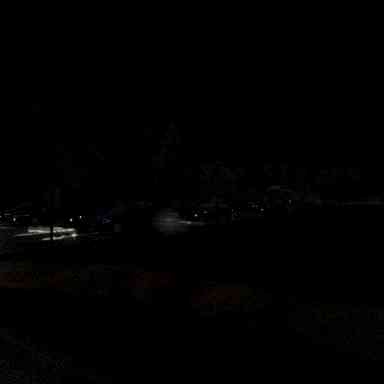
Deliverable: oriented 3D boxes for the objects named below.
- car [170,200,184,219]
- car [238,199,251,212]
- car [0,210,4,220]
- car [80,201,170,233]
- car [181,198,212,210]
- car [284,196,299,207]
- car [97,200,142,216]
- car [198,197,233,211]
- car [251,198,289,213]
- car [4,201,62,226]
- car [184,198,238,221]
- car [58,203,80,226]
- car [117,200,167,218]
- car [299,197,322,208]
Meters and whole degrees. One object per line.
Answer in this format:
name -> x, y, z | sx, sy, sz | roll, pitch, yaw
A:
car -> -1.112, 1.507, 29.525 | 1.837, 1.490, 4.892 | 0, 0, 36
car -> 5.442, 1.549, 38.526 | 2.033, 1.411, 5.357 | 0, 0, 36
car -> -12.357, 1.507, 25.965 | 1.837, 1.490, 4.892 | 0, 0, 36
car -> -3.829, 1.479, 19.836 | 1.882, 1.535, 5.008 | 0, 0, 36
car -> 0.602, 1.565, 43.762 | 1.994, 1.385, 4.181 | 0, 0, 36
car -> 15.217, 1.383, 51.796 | 2.097, 1.767, 4.553 | 0, 0, 36
car -> -7.136, 1.566, 33.143 | 1.994, 1.385, 4.181 | 0, 0, 36
car -> 2.993, 1.480, 41.103 | 1.882, 1.535, 5.008 | 0, 0, 36
car -> 8.741, 1.602, 37.104 | 1.895, 1.301, 4.718 | 0, 0, 36
car -> -9.950, 1.494, 23.326 | 2.128, 1.511, 4.902 | 0, 0, 36
car -> 1.675, 1.527, 27.379 | 1.812, 1.442, 4.674 | 0, 0, 36
car -> -6.356, 1.566, 22.319 | 1.994, 1.385, 4.181 | 0, 0, 36
car -> -4.491, 1.528, 30.805 | 1.812, 1.442, 4.674 | 0, 0, 36
car -> 18.030, 1.531, 49.712 | 1.812, 1.442, 4.674 | 0, 0, 36
